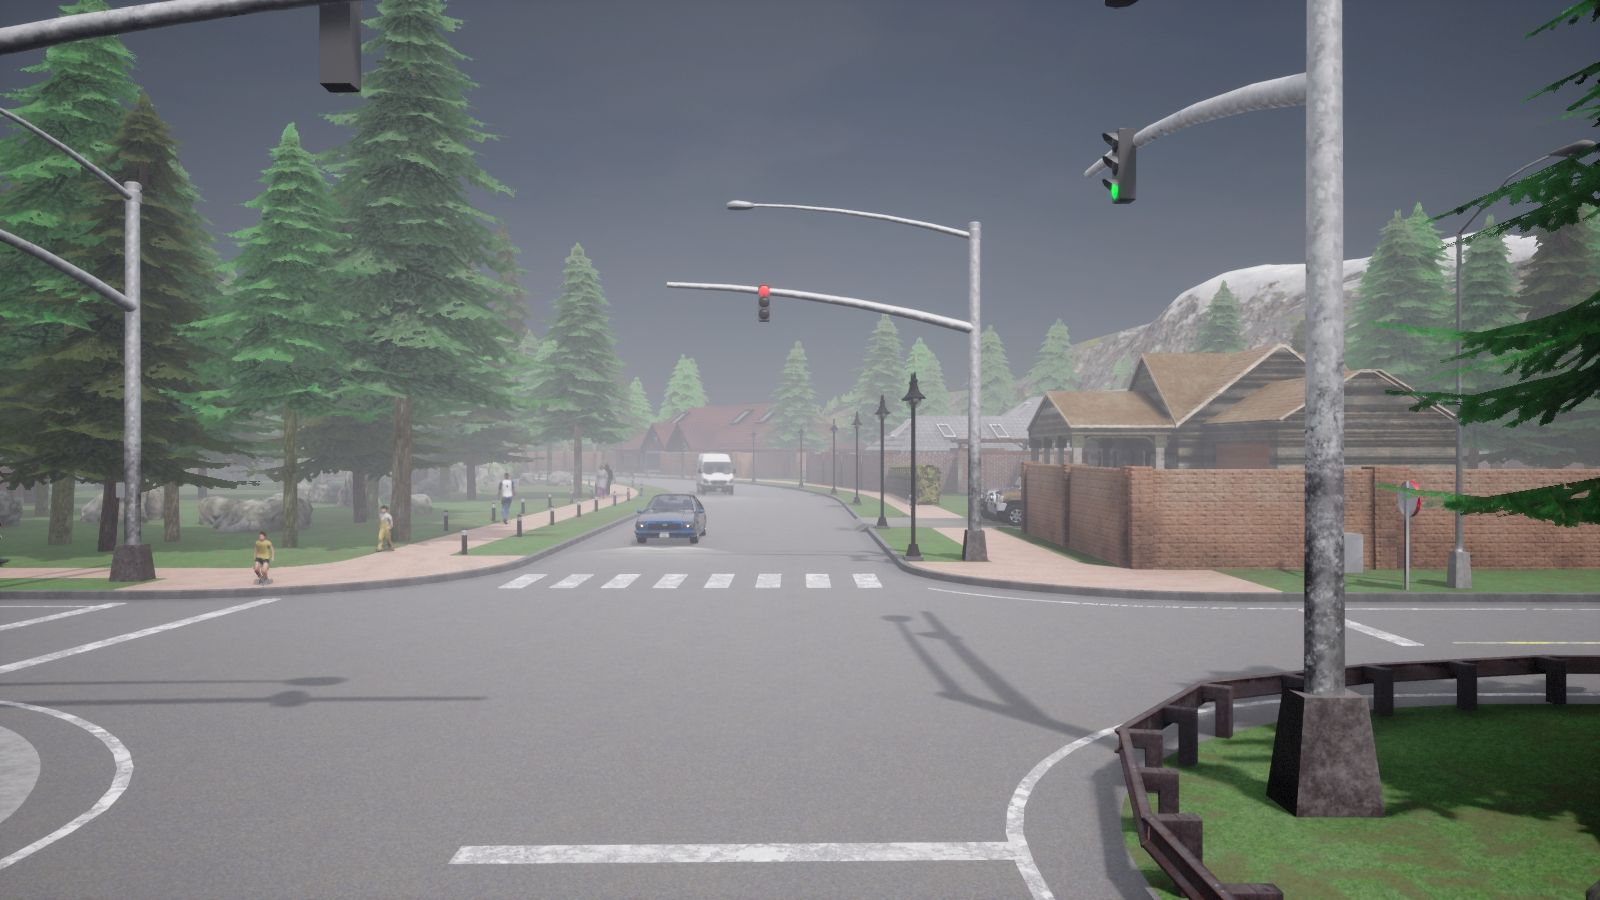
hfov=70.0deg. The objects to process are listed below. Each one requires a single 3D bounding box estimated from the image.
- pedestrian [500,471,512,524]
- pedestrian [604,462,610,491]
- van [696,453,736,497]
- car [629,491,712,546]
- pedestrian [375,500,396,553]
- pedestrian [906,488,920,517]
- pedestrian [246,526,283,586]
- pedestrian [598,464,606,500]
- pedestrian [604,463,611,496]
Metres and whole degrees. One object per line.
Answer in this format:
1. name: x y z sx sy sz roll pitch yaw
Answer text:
1. pedestrian: -10.401 1.664 40.413 0.375 1.860 0.375 0 0 -18
2. pedestrian: -12.166 1.662 72.099 0.375 1.860 0.375 0 0 -5
3. van: -5.274 1.500 70.939 1.988 2.561 5.915 0 0 -9
4. car: -3.930 2.072 35.589 2.033 1.411 5.357 0 0 0
5. pedestrian: -10.551 1.943 29.076 0.375 1.300 0.375 0 0 9
6. pedestrian: 4.362 2.046 44.231 0.500 1.100 0.500 0 0 -1
7. pedestrian: -10.407 2.054 22.206 0.500 1.100 0.500 0 0 -3
8. pedestrian: -10.399 1.664 60.002 0.375 1.860 0.375 0 0 -2
9. pedestrian: -10.773 1.661 64.041 0.375 1.860 0.375 0 0 -7
